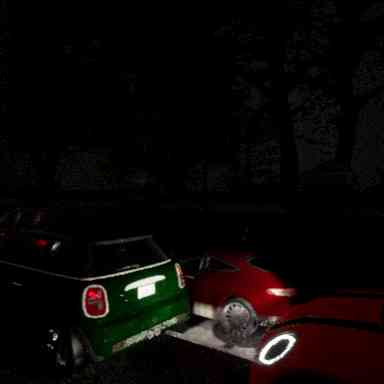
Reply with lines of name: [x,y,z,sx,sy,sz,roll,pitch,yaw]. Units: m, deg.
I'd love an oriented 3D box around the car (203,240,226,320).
car: [0.192,1.597,6.418,4.206,1.307,1.802,0,0,35]

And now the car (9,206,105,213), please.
car: [-4.369,1.332,9.610,5.009,1.841,2.192,0,0,35]

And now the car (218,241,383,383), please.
car: [2.706,1.359,2.425,4.553,1.767,2.097,0,0,36]

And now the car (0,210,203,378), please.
car: [-2.303,1.363,5.822,4.553,1.767,2.097,0,0,37]
